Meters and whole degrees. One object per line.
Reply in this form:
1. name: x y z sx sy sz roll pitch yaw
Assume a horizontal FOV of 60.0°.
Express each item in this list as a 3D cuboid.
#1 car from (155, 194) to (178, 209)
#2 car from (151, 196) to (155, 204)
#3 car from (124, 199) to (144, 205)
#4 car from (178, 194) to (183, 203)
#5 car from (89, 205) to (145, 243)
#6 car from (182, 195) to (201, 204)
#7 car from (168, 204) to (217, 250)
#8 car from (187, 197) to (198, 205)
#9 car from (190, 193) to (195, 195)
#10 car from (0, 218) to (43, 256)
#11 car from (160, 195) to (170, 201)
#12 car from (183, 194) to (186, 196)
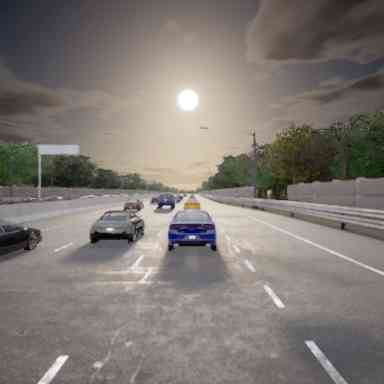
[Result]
1. car: -3.462 1.238 45.960 2.150 2.045 5.566 0 0 0
2. car: -6.947 1.537 65.469 1.837 1.490 4.892 0 0 0
3. car: -6.968 1.539 39.972 1.812 1.442 4.674 0 0 0
4. car: -3.442 1.587 71.394 1.994 1.385 4.181 0 0 0
5. car: -3.486 1.568 16.155 1.994 1.385 4.181 0 0 0
6. car: 0.030 1.489 38.235 1.882 1.535 5.008 0 0 0
7. car: 0.012 1.480 14.446 1.882 1.535 5.008 0 0 0
8. car: 0.050 1.627 61.168 1.895 1.301 4.718 0 0 0
9. car: 0.071 1.644 87.575 1.895 1.301 4.718 0 0 0
10. car: -6.991 1.550 11.084 2.033 1.411 5.357 0 0 0
11. car: -6.930 1.574 86.771 2.128 1.511 4.902 0 0 0
12. car: -3.424 1.556 93.543 1.837 1.490 4.892 0 0 0
